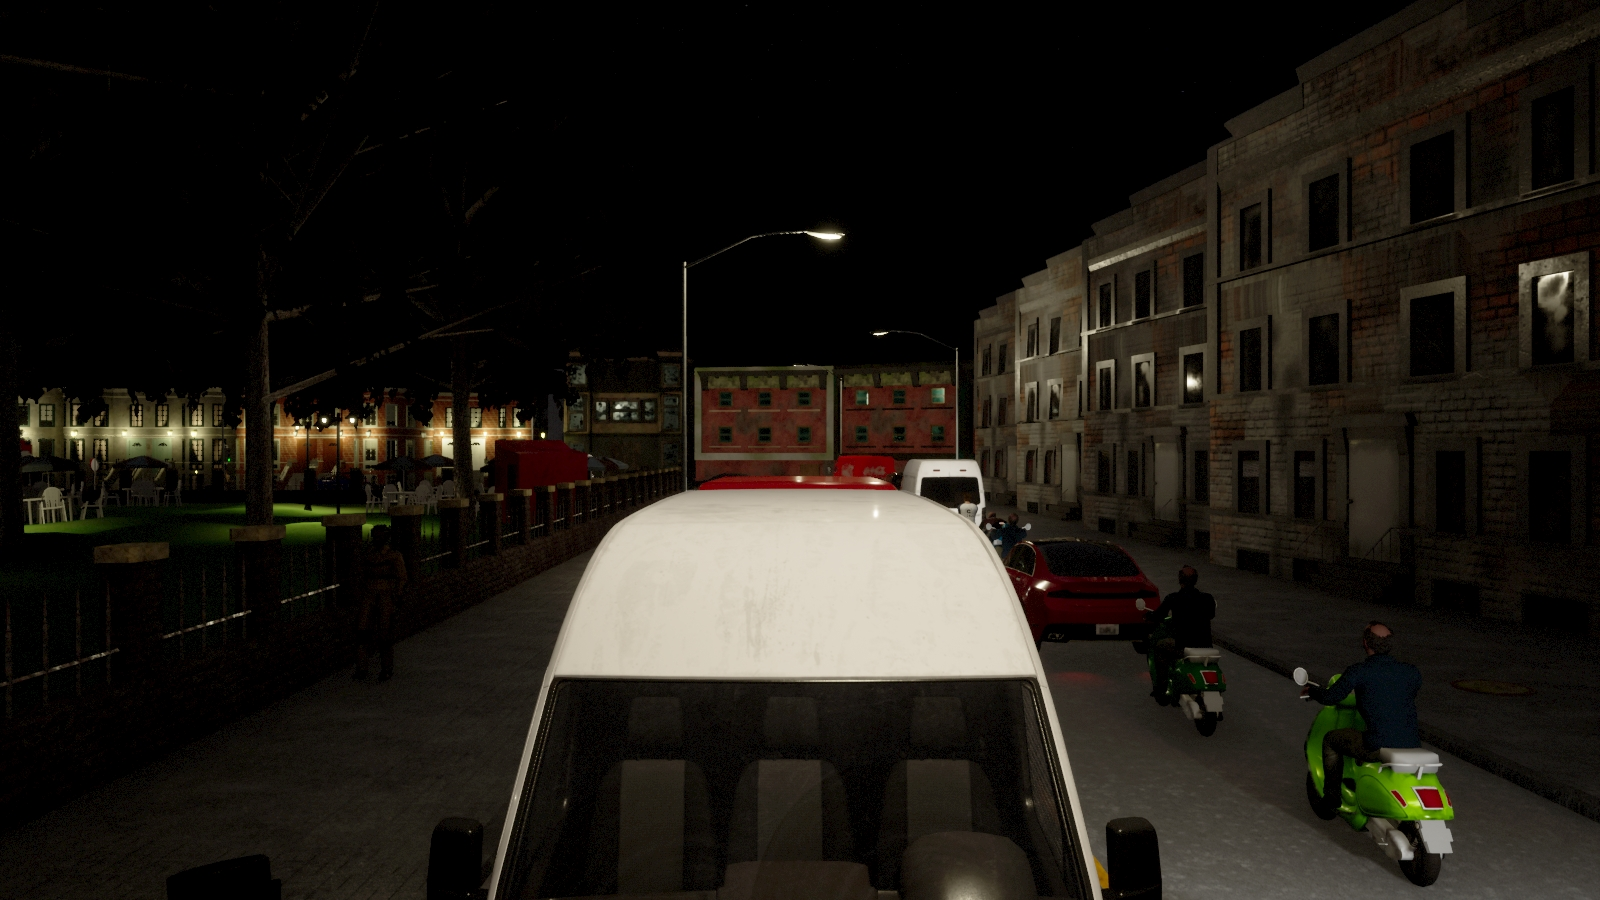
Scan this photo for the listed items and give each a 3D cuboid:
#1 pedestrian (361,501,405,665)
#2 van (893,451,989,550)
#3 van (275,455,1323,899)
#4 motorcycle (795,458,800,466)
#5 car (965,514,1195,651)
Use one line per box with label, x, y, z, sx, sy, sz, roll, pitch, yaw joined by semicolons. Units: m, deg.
pedestrian;-4.835;1.525;13.264;0.375;1.860;0.375;0;0;0
van;3.906;1.314;32.634;1.988;2.561;5.915;0;0;0
van;-0.006;1.314;5.127;1.988;2.561;5.915;0;0;0
motorcycle;-0.384;1.962;183.190;0.856;1.236;1.805;0;0;0
car;3.953;1.841;17.118;2.231;1.480;4.892;0;0;0
